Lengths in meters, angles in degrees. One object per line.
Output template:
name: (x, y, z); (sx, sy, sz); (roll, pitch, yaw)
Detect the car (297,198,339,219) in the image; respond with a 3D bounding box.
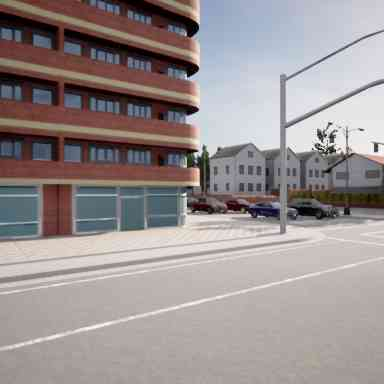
car: (10.415, 1.361, 29.050); (2.097, 1.767, 4.553); (0, 0, -35)

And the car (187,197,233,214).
car: (1.787, 1.360, 35.356); (2.097, 1.767, 4.553); (0, 0, -34)

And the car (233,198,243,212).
car: (5.166, 1.486, 36.627); (1.882, 1.535, 5.008); (0, 0, -35)

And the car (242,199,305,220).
car: (6.780, 1.533, 28.158); (1.812, 1.442, 4.674); (0, 0, -35)

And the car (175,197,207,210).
car: (-0.215, 1.514, 44.417); (1.837, 1.490, 4.892); (0, 0, -35)
